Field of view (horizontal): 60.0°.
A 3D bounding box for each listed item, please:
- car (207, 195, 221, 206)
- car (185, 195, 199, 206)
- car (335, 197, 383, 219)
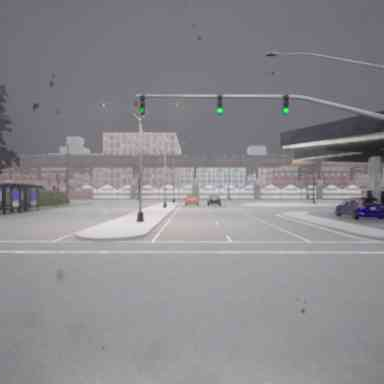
[{"bbox_3d":[3.533,1.250,53.535,2.097,1.767,4.553,0,0,1],"label":"car"},{"bbox_3d":[0.024,1.250,53.529,2.097,1.767,4.553,0,0,0],"label":"car"},{"bbox_3d":[13.208,1.245,26.445,2.242,1.667,4.611,0,0,0],"label":"car"}]
